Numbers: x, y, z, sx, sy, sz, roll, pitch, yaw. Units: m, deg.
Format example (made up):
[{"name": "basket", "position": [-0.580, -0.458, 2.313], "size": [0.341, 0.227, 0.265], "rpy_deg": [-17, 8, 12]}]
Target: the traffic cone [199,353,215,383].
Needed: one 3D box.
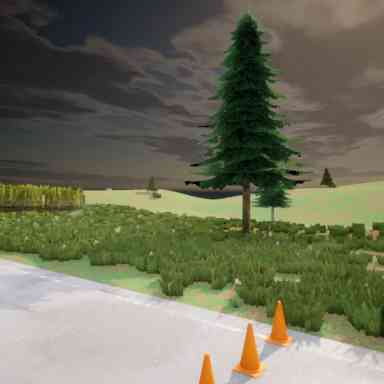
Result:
[{"name": "traffic cone", "position": [0.154, 1.955, 3.424], "size": [0.340, 0.580, 0.340], "rpy_deg": [0, 0, 36]}]

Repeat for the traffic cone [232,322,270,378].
[{"name": "traffic cone", "position": [0.739, 1.955, 4.235], "size": [0.340, 0.580, 0.340], "rpy_deg": [0, 0, 36]}]

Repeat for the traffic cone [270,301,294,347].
[{"name": "traffic cone", "position": [1.324, 1.955, 5.047], "size": [0.340, 0.580, 0.340], "rpy_deg": [0, 0, 36]}]
